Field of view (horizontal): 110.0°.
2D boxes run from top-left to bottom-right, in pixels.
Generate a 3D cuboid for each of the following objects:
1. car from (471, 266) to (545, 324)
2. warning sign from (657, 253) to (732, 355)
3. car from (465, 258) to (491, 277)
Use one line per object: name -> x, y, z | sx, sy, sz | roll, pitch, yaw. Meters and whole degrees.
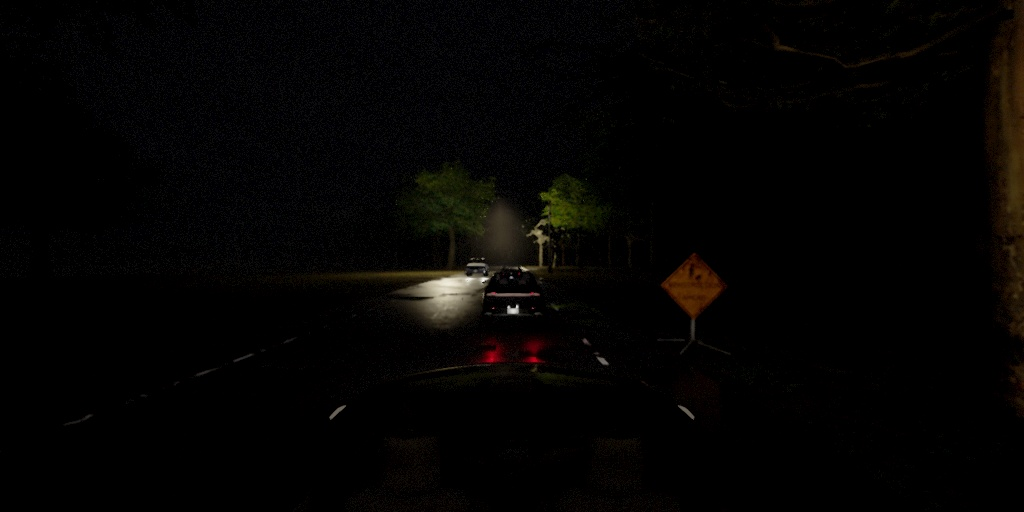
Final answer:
car -> 0.030, 1.255, 11.958 | 2.128, 1.511, 4.902 | 0, 0, 0
warning sign -> 3.526, 0.862, 7.035 | 1.300, 1.860, 1.060 | 0, 0, 0
car -> -3.786, 1.234, 39.596 | 2.150, 2.045, 5.566 | 0, -1, 0
